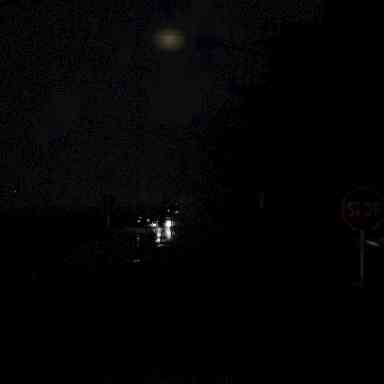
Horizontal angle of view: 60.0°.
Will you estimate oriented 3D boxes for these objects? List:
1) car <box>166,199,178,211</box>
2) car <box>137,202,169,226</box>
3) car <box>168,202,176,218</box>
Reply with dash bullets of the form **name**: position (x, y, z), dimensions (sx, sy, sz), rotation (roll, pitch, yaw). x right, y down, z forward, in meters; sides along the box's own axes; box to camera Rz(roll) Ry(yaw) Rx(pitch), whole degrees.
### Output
- **car**: position (-3.111, 1.861, 48.782), dimensions (2.097, 1.767, 4.553), rotation (0, -1, -3)
- **car**: position (-3.091, 1.798, 25.875), dimensions (1.837, 1.490, 4.892), rotation (0, -1, 0)
- **car**: position (-3.087, 2.002, 35.662), dimensions (1.895, 1.301, 4.718), rotation (0, -1, 0)
